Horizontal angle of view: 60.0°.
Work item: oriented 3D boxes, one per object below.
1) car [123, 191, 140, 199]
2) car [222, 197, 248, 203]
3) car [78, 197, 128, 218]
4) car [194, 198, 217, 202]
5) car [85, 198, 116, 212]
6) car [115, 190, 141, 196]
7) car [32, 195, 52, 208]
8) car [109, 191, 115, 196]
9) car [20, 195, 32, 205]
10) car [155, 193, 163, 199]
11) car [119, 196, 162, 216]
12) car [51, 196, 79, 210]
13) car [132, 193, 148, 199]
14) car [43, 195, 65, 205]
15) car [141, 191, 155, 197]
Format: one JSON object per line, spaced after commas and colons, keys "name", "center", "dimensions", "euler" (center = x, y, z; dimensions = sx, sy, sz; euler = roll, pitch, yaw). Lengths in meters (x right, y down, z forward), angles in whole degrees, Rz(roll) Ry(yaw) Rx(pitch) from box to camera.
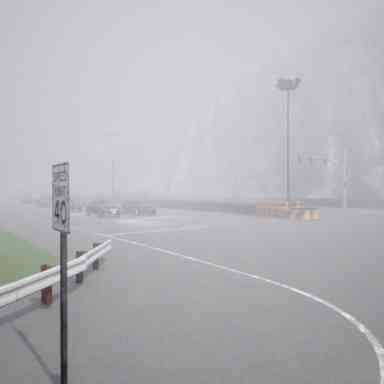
{"name": "car", "center": [-14.060, 0.740, 77.414], "dimensions": [2.097, 1.767, 4.553], "euler": [0, 1, -38]}
{"name": "car", "center": [7.134, 1.419, 56.143], "dimensions": [1.895, 1.301, 4.718], "euler": [0, 0, -38]}
{"name": "car", "center": [-8.041, 1.424, 29.811], "dimensions": [2.128, 1.511, 4.902], "euler": [0, 0, -38]}
{"name": "car", "center": [1.278, 1.461, 46.587], "dimensions": [1.895, 1.301, 4.718], "euler": [0, 0, -38]}
{"name": "car", "center": [-10.701, 1.449, 38.854], "dimensions": [1.994, 1.385, 4.181], "euler": [0, 0, -38]}
{"name": "car", "center": [-12.384, 0.987, 64.059], "dimensions": [2.097, 1.767, 4.553], "euler": [0, 1, -38]}
{"name": "car", "center": [-19.475, 1.318, 44.407], "dimensions": [1.837, 1.490, 4.892], "euler": [0, 1, -38]}
{"name": "car", "center": [-16.846, 0.661, 75.295], "dimensions": [2.150, 2.045, 5.566], "euler": [0, 1, -38]}
{"name": "car", "center": [-25.701, 1.212, 52.427], "dimensions": [1.812, 1.442, 4.674], "euler": [0, 1, -37]}
{"name": "car", "center": [-7.899, 0.951, 69.532], "dimensions": [2.097, 1.767, 4.553], "euler": [0, 1, -38]}
{"name": "car", "center": [-5.225, 1.430, 31.892], "dimensions": [1.837, 1.490, 4.892], "euler": [0, 0, -38]}
{"name": "car", "center": [-13.764, 1.491, 37.091], "dimensions": [1.895, 1.301, 4.718], "euler": [0, 0, -38]}
{"name": "car", "center": [-12.691, 0.901, 81.347], "dimensions": [1.812, 1.442, 4.674], "euler": [0, 1, -38]}
{"name": "car", "center": [-22.482, 1.237, 53.985], "dimensions": [2.033, 1.411, 5.357], "euler": [0, 1, -38]}
{"name": "car", "center": [-10.358, 0.831, 67.159], "dimensions": [2.150, 2.045, 5.566], "euler": [0, 1, -38]}
